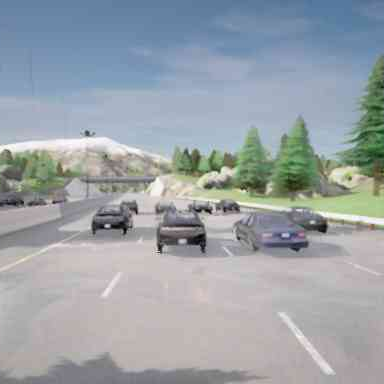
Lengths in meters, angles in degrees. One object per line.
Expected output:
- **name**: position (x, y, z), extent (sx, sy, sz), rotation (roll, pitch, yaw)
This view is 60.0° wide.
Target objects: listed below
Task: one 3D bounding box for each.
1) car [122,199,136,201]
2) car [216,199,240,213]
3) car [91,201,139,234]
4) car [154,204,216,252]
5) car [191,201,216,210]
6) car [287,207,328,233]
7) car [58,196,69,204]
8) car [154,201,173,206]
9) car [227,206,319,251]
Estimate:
- **car**: position (-6.623, 1.458, 35.041), extent (2.128, 1.511, 4.902), rotation (0, 0, -10)
- **car**: position (3.818, 1.474, 36.176), extent (1.812, 1.442, 4.674), rotation (0, 0, -10)
- **car**: position (-4.419, 1.474, 18.899), extent (2.128, 1.511, 4.902), rotation (0, 0, -5)
- **car**: position (-0.483, 1.475, 13.775), extent (2.128, 1.511, 4.902), rotation (0, 0, -4)
- **car**: position (0.706, 1.557, 33.785), extent (1.895, 1.301, 4.718), rotation (0, 0, -9)
- **car**: position (6.081, 1.530, 19.260), extent (1.994, 1.385, 4.181), rotation (0, 0, -5)
- **car**: position (-20.702, 1.443, 52.526), extent (1.882, 1.535, 5.008), rotation (0, 0, -10)
- **car**: position (-2.820, 1.563, 33.664), extent (1.895, 1.301, 4.718), rotation (0, 0, -9)
- **car**: position (3.040, 1.526, 13.909), extent (2.033, 1.411, 5.357), rotation (0, 0, -4)
